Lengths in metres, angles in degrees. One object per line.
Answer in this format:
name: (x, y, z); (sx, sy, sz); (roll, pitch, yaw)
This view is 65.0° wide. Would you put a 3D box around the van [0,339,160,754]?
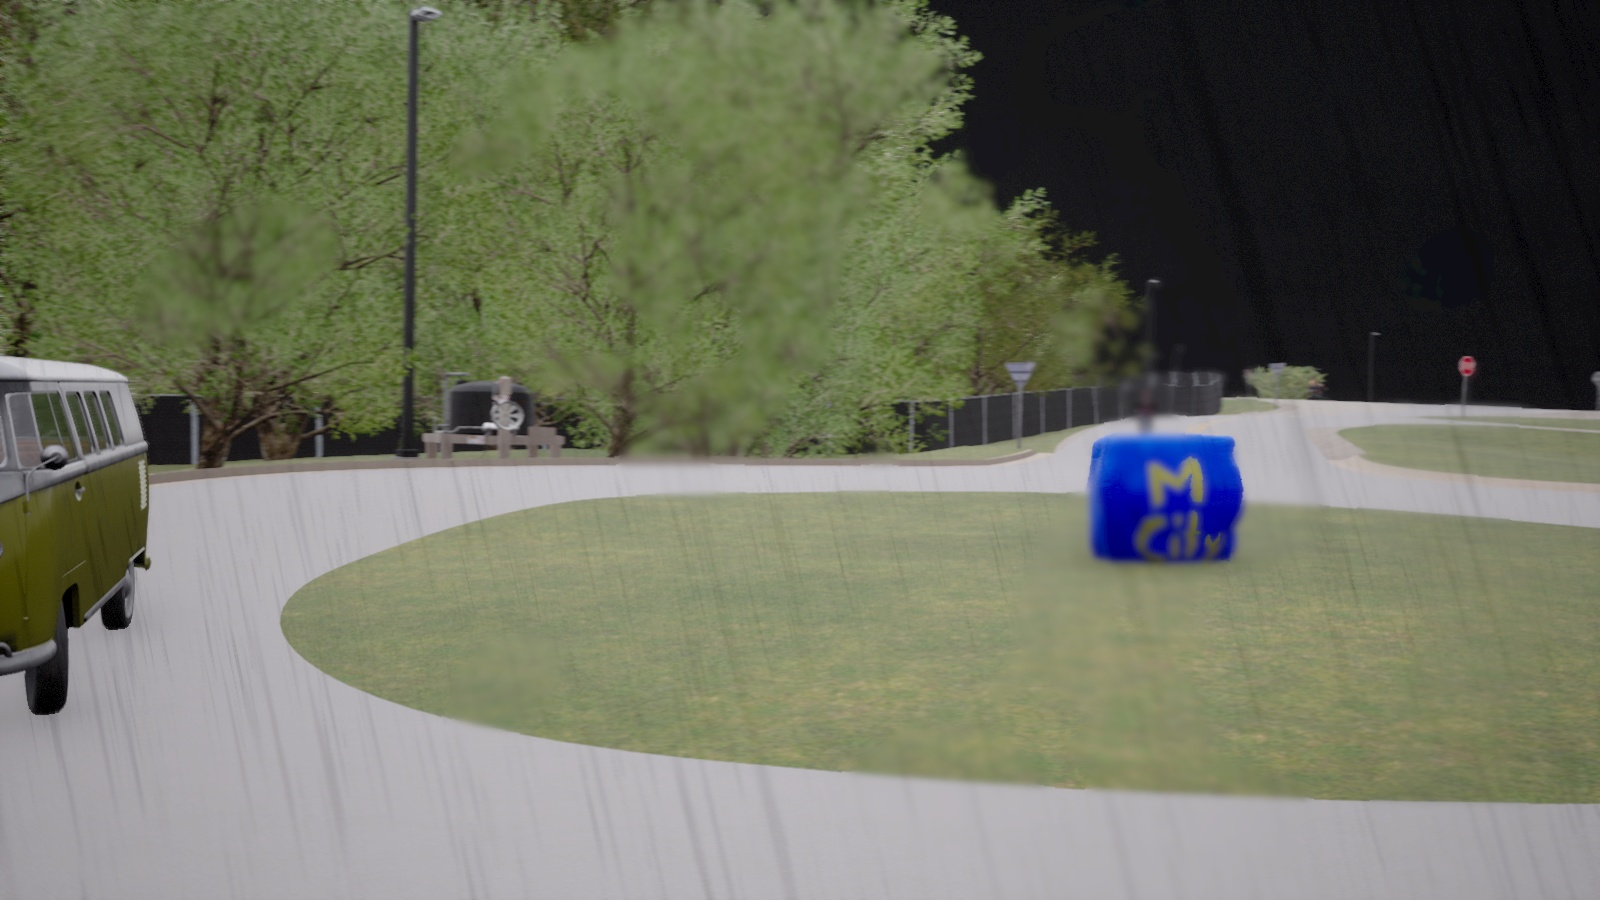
van: (-5.246, 0.355, 7.807); (1.775, 1.987, 4.442); (0, 3, -21)
